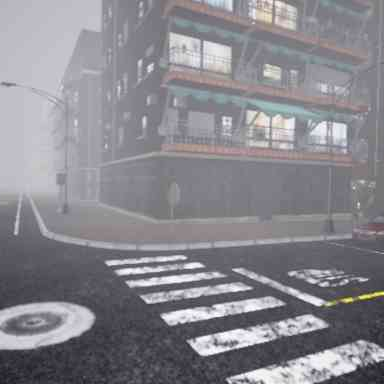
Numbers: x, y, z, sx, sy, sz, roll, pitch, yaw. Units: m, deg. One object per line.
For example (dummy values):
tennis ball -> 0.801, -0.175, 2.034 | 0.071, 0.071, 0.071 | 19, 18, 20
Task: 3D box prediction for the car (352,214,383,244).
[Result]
car -> 8.849, 1.595, 14.442 | 4.206, 1.307, 1.802 | 1, 0, -27
